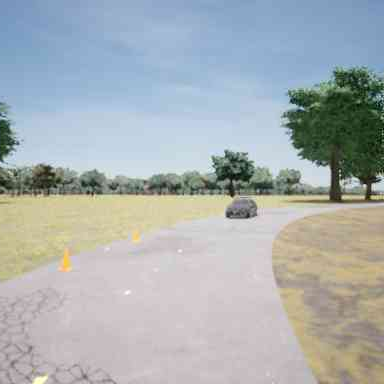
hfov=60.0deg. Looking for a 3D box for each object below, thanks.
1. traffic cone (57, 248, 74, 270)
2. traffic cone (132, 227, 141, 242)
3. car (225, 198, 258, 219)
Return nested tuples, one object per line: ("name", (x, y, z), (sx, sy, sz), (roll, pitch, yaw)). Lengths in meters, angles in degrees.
("traffic cone", (-3.559, 1.877, 9.391), (0.340, 0.580, 0.340), (0, 0, 10))
("traffic cone", (-2.423, 1.839, 14.479), (0.340, 0.580, 0.340), (0, 1, 15))
("car", (4.053, 1.273, 26.884), (1.837, 1.490, 4.892), (0, 0, 22))
